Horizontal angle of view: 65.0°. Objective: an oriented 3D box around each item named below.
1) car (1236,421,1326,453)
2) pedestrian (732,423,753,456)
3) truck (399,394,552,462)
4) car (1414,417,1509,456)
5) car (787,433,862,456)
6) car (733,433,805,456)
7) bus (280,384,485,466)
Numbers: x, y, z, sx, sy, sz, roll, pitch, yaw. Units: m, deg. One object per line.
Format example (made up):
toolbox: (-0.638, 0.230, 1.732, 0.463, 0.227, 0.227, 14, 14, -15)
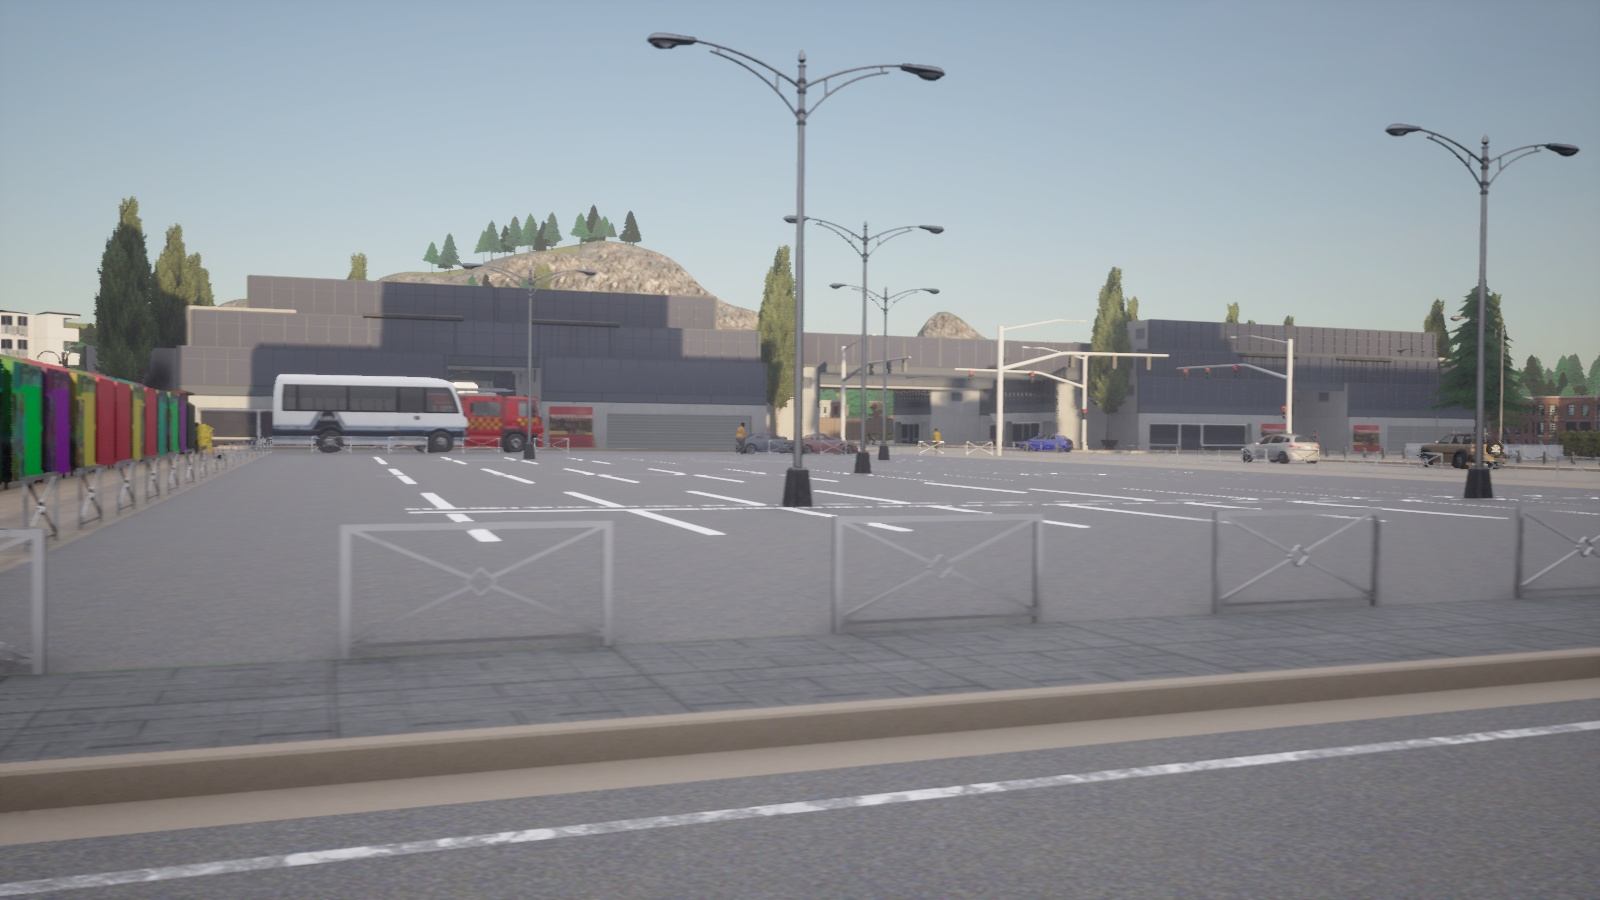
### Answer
car: (26.878, -0.737, 70.316, 2.242, 1.667, 4.611, -1, 1, -20)
pedestrian: (-3.208, -0.594, 70.112, 0.900, 1.855, 0.874, -1, 1, -28)
truck: (-19.056, -1.305, 73.728, 8.468, 3.827, 2.891, -1, 1, -19)
car: (32.888, -0.704, 62.576, 1.932, 1.855, 4.605, -1, 1, -7)
car: (1.482, -0.353, 77.121, 4.181, 1.385, 1.994, -1, 1, -20)
car: (-1.970, -0.357, 79.624, 4.181, 1.385, 1.994, -1, 1, -18)
bus: (-22.734, -1.396, 68.765, 10.273, 4.253, 3.944, -1, 1, -19)
